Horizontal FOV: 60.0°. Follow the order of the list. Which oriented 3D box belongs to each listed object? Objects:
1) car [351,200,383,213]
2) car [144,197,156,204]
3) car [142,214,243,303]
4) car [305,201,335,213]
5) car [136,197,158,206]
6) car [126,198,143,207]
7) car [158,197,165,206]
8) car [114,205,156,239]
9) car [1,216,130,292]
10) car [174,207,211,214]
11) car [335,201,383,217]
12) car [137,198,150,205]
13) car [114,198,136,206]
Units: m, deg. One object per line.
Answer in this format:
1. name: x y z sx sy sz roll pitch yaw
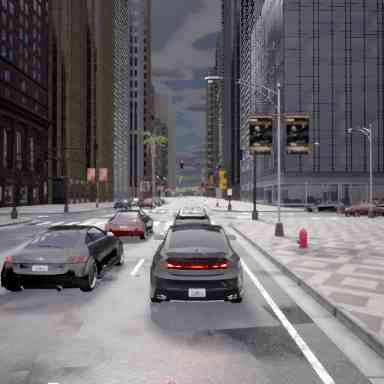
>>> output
1. car: 20.766 1.644 37.887 4.313 1.339 1.947 0 0 -1
2. car: -9.874 1.991 78.358 2.033 1.411 5.357 0 0 0
3. car: 0.088 1.515 8.222 1.837 1.490 4.892 0 0 0
4. car: 15.126 1.663 37.791 4.313 1.339 1.947 0 0 -1
5. car: -6.675 1.709 50.054 1.882 1.535 5.008 0 0 0
6. car: -9.923 1.778 57.878 2.128 1.511 4.902 0 0 0
7. car: -6.664 1.655 60.091 2.097 1.767 4.553 0 0 0
8. car: -3.177 1.602 17.396 1.994 1.385 4.181 0 0 0
9. car: -3.170 1.576 8.997 1.994 1.385 4.181 0 0 1
10. car: 0.022 1.530 17.543 2.128 1.511 4.902 0 0 0
11. car: 15.270 1.577 29.267 4.206 1.307 1.802 0 0 -1
12. car: -9.861 1.927 67.764 1.994 1.385 4.181 0 0 1
13. car: -9.925 1.768 48.324 2.033 1.411 5.357 0 0 0
